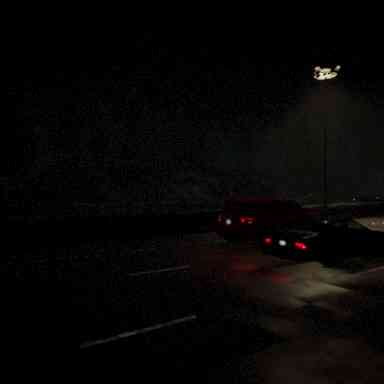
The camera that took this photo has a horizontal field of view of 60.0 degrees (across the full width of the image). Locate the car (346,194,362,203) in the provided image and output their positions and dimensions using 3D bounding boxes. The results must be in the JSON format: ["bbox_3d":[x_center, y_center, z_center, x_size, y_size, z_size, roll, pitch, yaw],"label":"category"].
[{"bbox_3d":[29.217,1.199,58.731,4.892,1.490,1.837,-1,1,-35],"label":"car"}]

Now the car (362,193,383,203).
[{"bbox_3d":[31.291,1.038,55.927,4.553,1.767,2.097,-1,1,-35],"label":"car"}]

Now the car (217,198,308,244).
[{"bbox_3d":[3.690,1.278,14.987,5.566,2.045,2.150,0,0,-35],"label":"car"}]

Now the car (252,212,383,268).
[{"bbox_3d":[4.812,1.594,11.508,5.357,1.411,2.033,0,0,-35],"label":"car"}]
